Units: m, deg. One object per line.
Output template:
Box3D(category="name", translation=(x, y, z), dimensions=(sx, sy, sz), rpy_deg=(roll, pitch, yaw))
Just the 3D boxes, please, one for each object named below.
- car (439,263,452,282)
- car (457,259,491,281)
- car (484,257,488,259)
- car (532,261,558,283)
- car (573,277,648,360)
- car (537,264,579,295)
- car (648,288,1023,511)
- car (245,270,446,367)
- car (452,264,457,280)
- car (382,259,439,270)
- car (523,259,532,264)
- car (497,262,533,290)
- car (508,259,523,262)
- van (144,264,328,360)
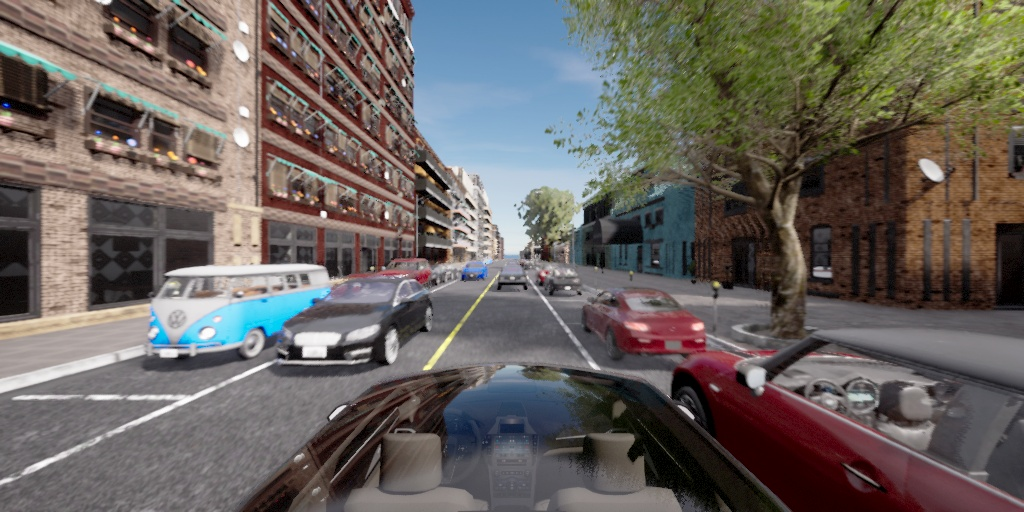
Box3D(category="car", translation=(-5.701, 1.323, 25.140), dimensions=(1.948, 1.339, 4.313), rpy_deg=(0, 0, 0))
Box3D(category="car", translation=(-3.060, 1.240, 30.110), dimensions=(1.882, 1.535, 5.008), rpy_deg=(0, 0, 0))
Box3D(category="car", translation=(-5.718, 1.373, 65.016), dimensions=(1.948, 1.339, 4.313), rpy_deg=(0, 0, 0))
Box3D(category="car", translation=(2.680, 1.197, 25.142), dimensions=(1.967, 1.591, 4.097), rpy_deg=(0, 0, 0))
Box3D(category="car", translation=(2.687, 1.332, 8.052), dimensions=(1.802, 1.307, 4.207), rpy_deg=(0, 0, 0))
Box3D(category="car", translation=(2.683, 1.304, 19.445), dimensions=(2.007, 1.370, 4.403), rpy_deg=(0, 0, 0))
Box3D(category="car", translation=(2.689, 1.190, 2.355), dimensions=(1.967, 1.591, 4.097), rpy_deg=(0, 0, 0))
Box3D(category="car", translation=(-3.078, 1.242, 8.071), dimensions=(2.128, 1.511, 4.902), rpy_deg=(0, 0, 0))
Box3D(category="car", translation=(-5.703, 1.313, 30.836), dimensions=(2.007, 1.370, 4.403), rpy_deg=(0, 0, 0))
Box3D(category="car", translation=(-5.698, 1.068, 19.443), dimensions=(2.192, 1.841, 5.009), rpy_deg=(0, 0, 0))
Box3D(category="car", translation=(2.668, 1.340, 53.625), dimensions=(2.007, 1.370, 4.403), rpy_deg=(0, 0, 0))
Box3D(category="car", translation=(0.043, 1.303, 22.796), dimensions=(2.033, 1.411, 5.357), rpy_deg=(0, 0, 0))
Box3D(category="car", translation=(0.078, 1.344, 46.792), dimensions=(1.994, 1.385, 4.181), rpy_deg=(0, 0, 0))
Box3D(category="van", translation=(-5.694, 1.090, 8.050), dimensions=(1.690, 1.789, 3.998), rpy_deg=(0, 0, 0))
